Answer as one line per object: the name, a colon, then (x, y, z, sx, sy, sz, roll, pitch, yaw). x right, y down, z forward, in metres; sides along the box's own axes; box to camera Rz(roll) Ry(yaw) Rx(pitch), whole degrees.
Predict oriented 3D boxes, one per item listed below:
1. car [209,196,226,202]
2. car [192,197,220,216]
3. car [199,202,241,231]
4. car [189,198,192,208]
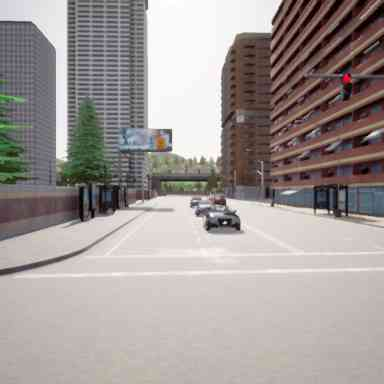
car: (4.075, 1.396, 50.478, 1.882, 1.535, 5.008, 0, 0, -2)
car: (1.268, 1.479, 31.509, 1.812, 1.442, 4.674, 0, 0, -3)
car: (1.742, 1.536, 20.466, 1.994, 1.385, 4.181, 0, 0, -3)
car: (0.660, 1.434, 45.668, 1.837, 1.490, 4.892, 0, 0, -2)
